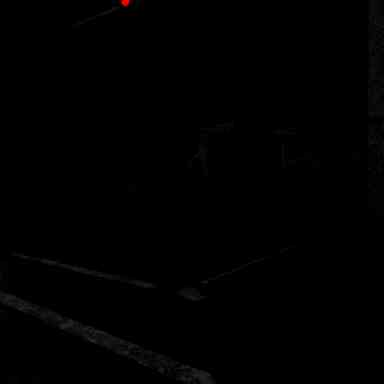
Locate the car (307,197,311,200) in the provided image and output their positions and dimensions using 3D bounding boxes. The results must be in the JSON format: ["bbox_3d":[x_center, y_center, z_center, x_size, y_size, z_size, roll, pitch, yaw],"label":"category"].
[{"bbox_3d":[23.866,1.377,72.608,3.806,1.475,1.970,0,0,35],"label":"car"}]

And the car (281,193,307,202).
[{"bbox_3d":[21.460,1.092,70.234,3.866,1.878,1.905,0,0,35],"label":"car"}]

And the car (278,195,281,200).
[{"bbox_3d":[24.618,1.313,87.237,4.514,1.523,2.007,0,0,35],"label":"car"}]

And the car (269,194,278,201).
[{"bbox_3d":[16.896,1.112,77.437,4.605,1.855,1.932,0,0,35],"label":"car"}]
